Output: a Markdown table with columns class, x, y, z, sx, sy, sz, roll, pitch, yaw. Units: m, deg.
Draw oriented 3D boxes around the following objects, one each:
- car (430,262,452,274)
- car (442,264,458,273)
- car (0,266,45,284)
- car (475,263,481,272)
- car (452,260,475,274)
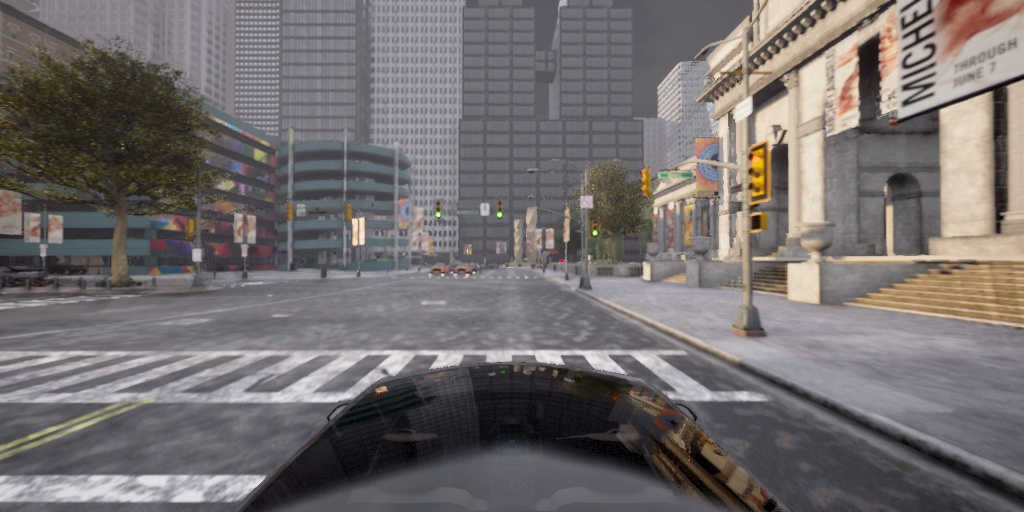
| class | x | y | z | sx | sy | sz | roll | pitch | yaw |
| --- | --- | --- | --- | --- | --- | --- | --- | --- | --- |
| car | -10.612 | 1.747 | 52.831 | 2.097 | 1.767 | 4.553 | 0 | -1 | 0 |
| car | -10.595 | 2.068 | 61.434 | 1.994 | 1.385 | 4.181 | 0 | -1 | 0 |
| car | -42.710 | 1.602 | 30.272 | 4.902 | 1.511 | 2.128 | 0 | -1 | 0 |
| car | -7.096 | 1.860 | 61.730 | 2.097 | 1.767 | 4.553 | 0 | -1 | 0 |
| car | -7.113 | 1.747 | 52.806 | 2.097 | 1.767 | 4.553 | 0 | -1 | 0 |
